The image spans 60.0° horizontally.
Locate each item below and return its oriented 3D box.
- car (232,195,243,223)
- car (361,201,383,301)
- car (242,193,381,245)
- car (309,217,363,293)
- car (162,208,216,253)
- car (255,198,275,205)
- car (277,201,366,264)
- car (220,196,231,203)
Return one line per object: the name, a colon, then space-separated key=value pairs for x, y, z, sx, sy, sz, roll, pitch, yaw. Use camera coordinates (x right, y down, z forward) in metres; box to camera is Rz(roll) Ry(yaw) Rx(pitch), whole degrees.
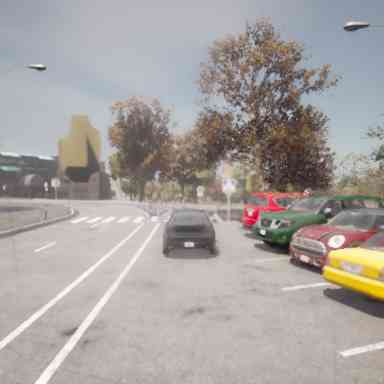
car: x=5.140 y=1.096 z=16.123 sx=5.566 sy=2.045 sz=2.435 roll=0 pitch=1 yaw=-22
car: x=5.288 y=1.225 z=4.206 sx=5.566 sy=2.045 sz=2.435 roll=1 pitch=1 yaw=-21
car: x=5.157 y=1.134 z=13.121 sx=5.566 sy=2.045 sz=2.435 roll=0 pitch=1 yaw=-21
car: x=5.450 y=1.453 z=7.274 sx=5.366 sy=1.575 sz=1.946 roll=1 pitch=0 yaw=-21
car: x=-0.121 y=1.401 z=13.123 sx=1.837 sy=1.490 sz=4.892 roll=0 pitch=1 yaw=-1
car: x=17.594 y=2.299 z=80.405 sx=1.837 sy=1.490 sz=4.892 roll=0 pitch=1 yaw=-30
car: x=5.265 y=1.298 z=10.178 sx=4.553 sy=1.767 sz=2.185 roll=1 pitch=1 yaw=-21
car: x=10.351 y=1.949 z=89.031 sx=5.566 sy=2.045 sz=2.150 roll=0 pitch=1 yaw=30
